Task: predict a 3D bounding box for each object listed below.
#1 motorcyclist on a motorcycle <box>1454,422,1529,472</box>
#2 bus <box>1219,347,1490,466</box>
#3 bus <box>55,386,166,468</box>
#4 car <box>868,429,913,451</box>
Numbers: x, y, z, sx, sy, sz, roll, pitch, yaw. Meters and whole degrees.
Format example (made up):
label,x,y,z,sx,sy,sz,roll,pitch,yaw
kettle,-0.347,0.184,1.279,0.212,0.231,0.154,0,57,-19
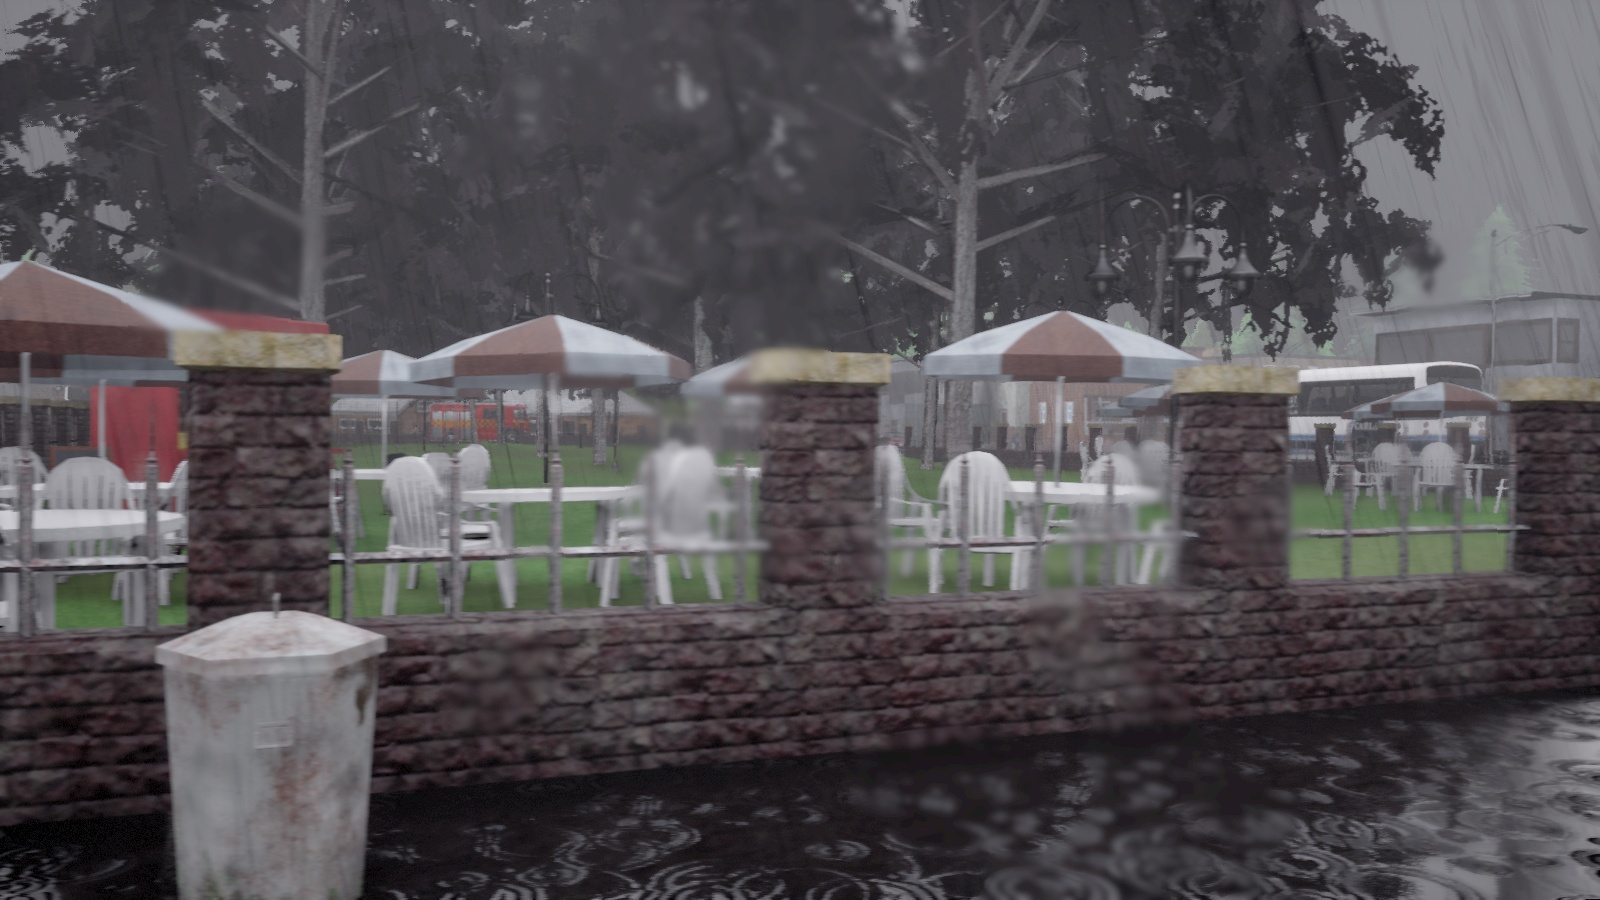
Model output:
label,x,y,z,sx,sy,sz,roll,pitch,yaw
motorcyclist on a motorcycle,21.722,-0.097,39.500,0.797,1.523,2.044,-1,1,-21
bus,21.824,-1.635,50.429,3.944,4.253,10.273,-1,1,-20
bus,-38.560,-1.312,70.683,3.944,4.253,10.273,-1,1,-20
car,6.506,-0.734,90.662,1.816,1.474,4.193,-1,1,-18
